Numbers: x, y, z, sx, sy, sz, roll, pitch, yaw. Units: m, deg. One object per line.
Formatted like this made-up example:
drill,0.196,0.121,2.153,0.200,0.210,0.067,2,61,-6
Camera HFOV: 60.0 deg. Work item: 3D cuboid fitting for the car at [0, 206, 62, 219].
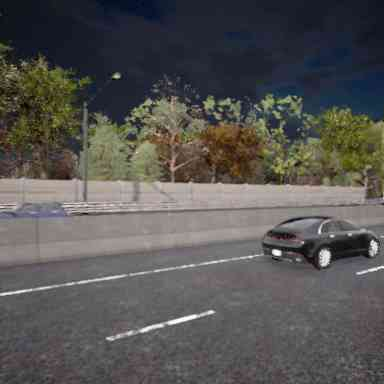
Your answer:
car,-8.969,1.567,14.790,5.357,1.411,2.033,0,0,-35

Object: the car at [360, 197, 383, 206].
car,23.964,1.427,42.521,4.892,1.490,1.837,0,0,-36

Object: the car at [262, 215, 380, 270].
car,4.478,1.560,11.251,4.892,1.490,1.837,0,0,-36

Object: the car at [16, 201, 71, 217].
car,-9.296,1.384,18.858,4.553,1.767,2.097,0,0,-36

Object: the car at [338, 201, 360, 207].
car,21.902,1.942,45.349,4.718,1.301,1.895,0,0,-36

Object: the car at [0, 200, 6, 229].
car,-13.869,1.372,19.889,4.553,1.767,2.097,0,0,-36
